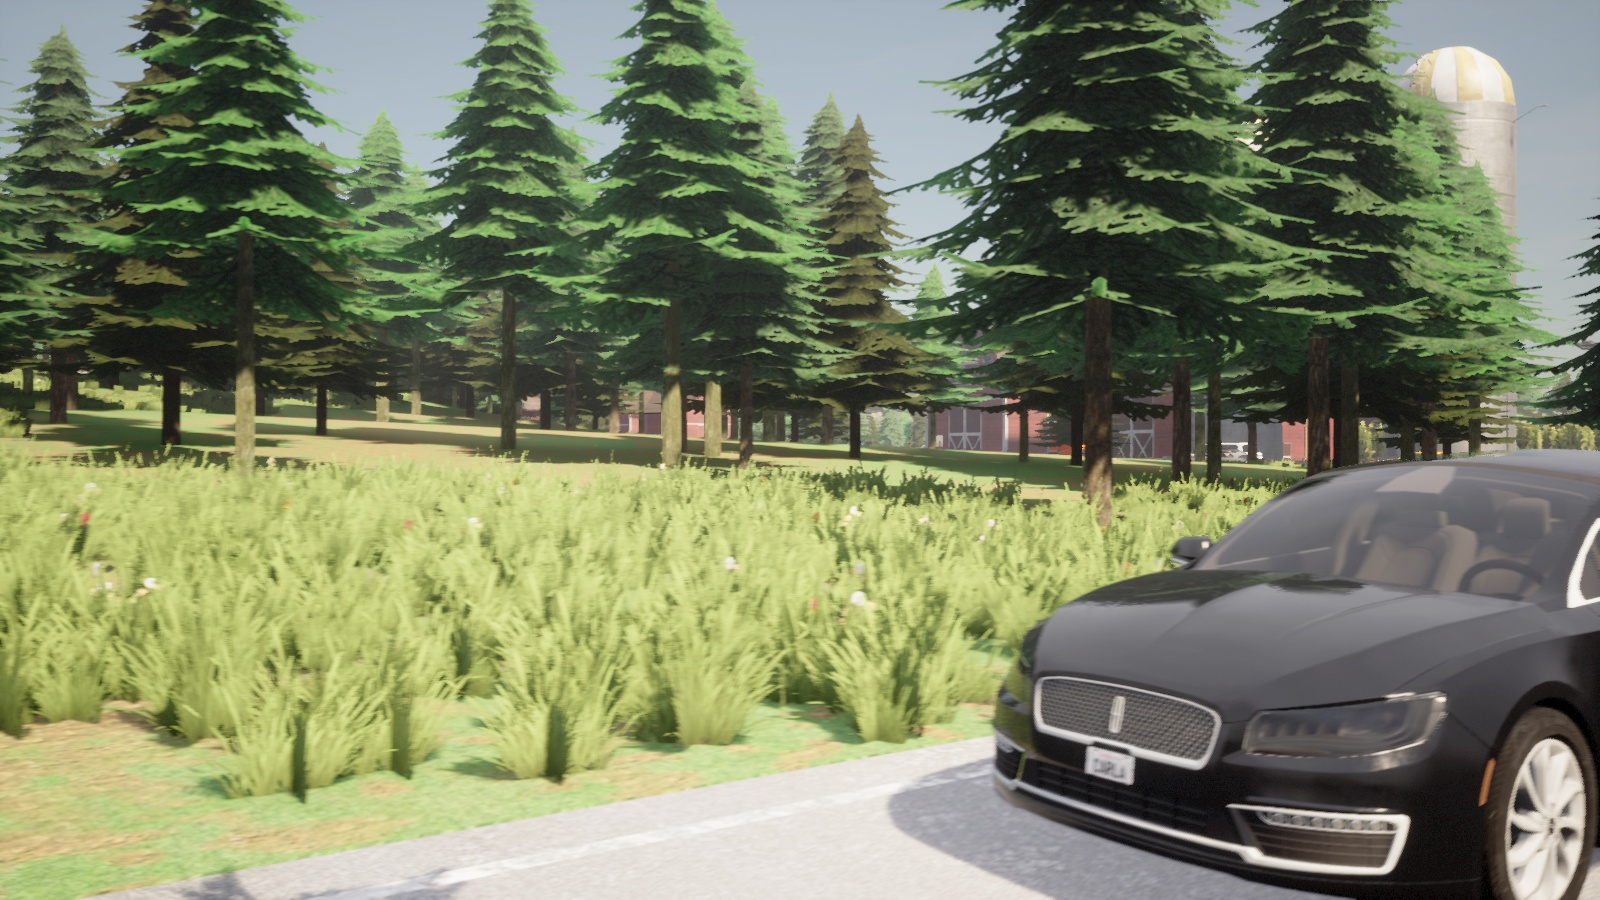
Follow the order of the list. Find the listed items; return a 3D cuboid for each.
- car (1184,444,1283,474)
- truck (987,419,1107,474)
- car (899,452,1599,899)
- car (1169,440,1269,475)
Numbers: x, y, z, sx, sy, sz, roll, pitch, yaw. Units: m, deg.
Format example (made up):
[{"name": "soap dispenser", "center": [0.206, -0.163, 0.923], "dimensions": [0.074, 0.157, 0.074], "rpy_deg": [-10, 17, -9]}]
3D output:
[{"name": "car", "center": [24.501, 0.512, 71.137], "dimensions": [2.152, 1.651, 5.027], "rpy_deg": [0, 0, -35]}, {"name": "truck", "center": [16.206, -0.201, 82.937], "dimensions": [2.891, 3.462, 7.936], "rpy_deg": [0, 0, -35]}, {"name": "car", "center": [2.897, 0.757, 5.395], "dimensions": [4.892, 1.490, 1.837], "rpy_deg": [0, 0, -36]}, {"name": "car", "center": [25.300, 0.463, 76.086], "dimensions": [2.150, 2.045, 5.566], "rpy_deg": [0, 0, -35]}]
